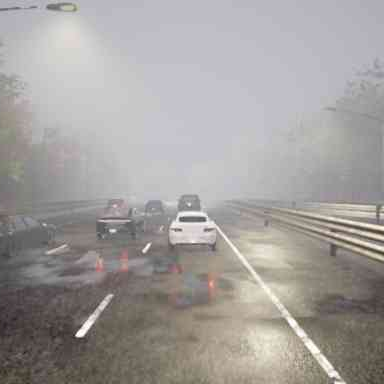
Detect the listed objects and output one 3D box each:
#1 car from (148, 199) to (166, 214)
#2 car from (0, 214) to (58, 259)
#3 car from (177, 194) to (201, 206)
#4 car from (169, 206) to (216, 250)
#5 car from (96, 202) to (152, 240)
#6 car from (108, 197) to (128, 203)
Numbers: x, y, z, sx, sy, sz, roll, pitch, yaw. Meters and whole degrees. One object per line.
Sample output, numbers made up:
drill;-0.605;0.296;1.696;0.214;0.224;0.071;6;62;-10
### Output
car;-3.846;1.508;35.228;1.882;1.535;5.008;0;0;-1
car;-6.970;1.556;12.621;2.033;1.411;5.357;0;0;-1
car;-0.288;1.247;32.834;2.150;2.045;5.566;0;0;-1
car;0.011;1.533;14.306;1.812;1.442;4.674;0;0;-1
car;-3.520;1.502;17.126;2.128;1.511;4.902;0;0;-1
car;-7.307;1.381;33.456;2.097;1.767;4.553;0;0;-1
